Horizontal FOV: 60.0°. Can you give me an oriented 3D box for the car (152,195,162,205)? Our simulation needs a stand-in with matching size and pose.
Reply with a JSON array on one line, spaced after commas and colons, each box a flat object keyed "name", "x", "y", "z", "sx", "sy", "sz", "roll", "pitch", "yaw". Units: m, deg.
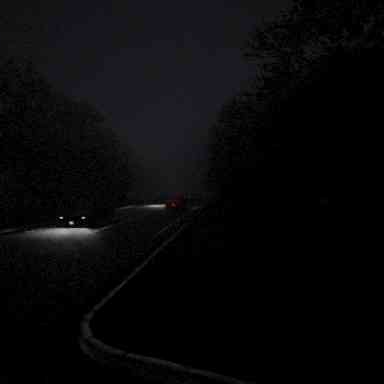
[{"name": "car", "x": -4.128, "y": 1.052, "z": 45.972, "sx": 1.994, "sy": 1.385, "sz": 4.181, "roll": 0, "pitch": 1, "yaw": 6}]

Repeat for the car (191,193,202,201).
[{"name": "car", "x": 0.566, "y": 0.870, "z": 56.850, "sx": 2.033, "sy": 1.411, "sz": 5.357, "roll": 0, "pitch": 1, "yaw": 5}]

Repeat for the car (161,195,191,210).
[{"name": "car", "x": -1.569, "y": 1.074, "z": 35.030, "sx": 1.882, "sy": 1.535, "sz": 5.008, "roll": 0, "pitch": 1, "yaw": 6}]

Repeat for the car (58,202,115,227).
[{"name": "car", "x": -6.599, "y": 1.340, "z": 21.546, "sx": 2.033, "sy": 1.411, "sz": 5.357, "roll": 0, "pitch": 1, "yaw": 6}]
